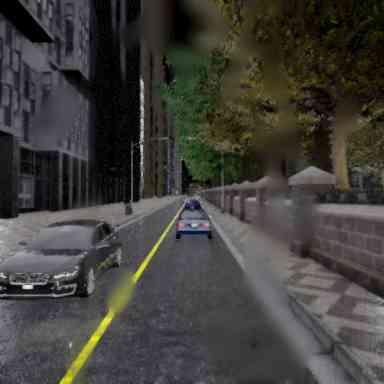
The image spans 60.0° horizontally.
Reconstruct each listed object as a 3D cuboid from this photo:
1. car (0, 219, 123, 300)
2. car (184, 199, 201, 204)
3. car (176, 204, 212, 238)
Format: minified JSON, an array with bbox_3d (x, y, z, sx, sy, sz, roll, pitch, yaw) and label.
[{"bbox_3d":[-3.088,1.537,8.691,1.837,1.490,4.892,0,0,0],"label":"car"},{"bbox_3d":[0.099,1.588,40.049,1.882,1.535,5.008,0,0,0],"label":"car"},{"bbox_3d":[0.101,1.608,18.005,2.033,1.411,5.357,0,0,0],"label":"car"}]
